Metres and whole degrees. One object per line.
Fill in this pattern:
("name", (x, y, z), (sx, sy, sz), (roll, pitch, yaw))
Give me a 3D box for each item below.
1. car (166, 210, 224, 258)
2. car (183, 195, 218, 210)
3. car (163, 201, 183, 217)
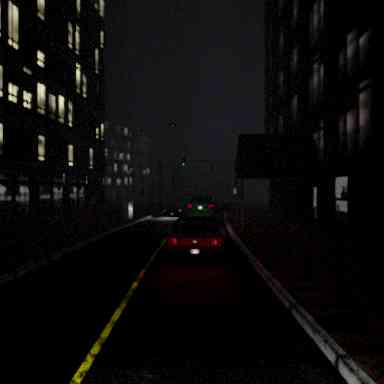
("car", (0.163, 1.607, 12.820), (1.895, 1.301, 4.718), (0, 0, 2))
("car", (0.871, 1.253, 27.035), (2.150, 2.045, 5.566), (0, 0, 5))
("car", (-1.499, 1.589, 32.485), (2.033, 1.411, 5.357), (0, 0, 6))
